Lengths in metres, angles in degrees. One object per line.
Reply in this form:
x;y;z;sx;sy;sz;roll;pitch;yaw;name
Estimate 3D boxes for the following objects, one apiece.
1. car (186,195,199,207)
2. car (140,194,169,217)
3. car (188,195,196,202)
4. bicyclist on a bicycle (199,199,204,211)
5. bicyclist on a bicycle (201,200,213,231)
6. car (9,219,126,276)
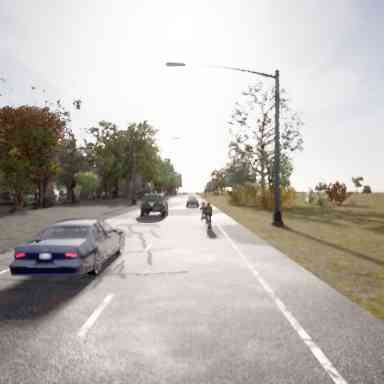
0.067;1.457;50.029;2.033;1.411;5.357;0;0;0;car
-3.406;1.165;30.885;2.150;2.045;5.566;0;0;0;car
-0.015;1.369;74.154;1.837;1.490;4.892;0;0;0;car
0.978;1.383;28.919;0.866;1.612;1.509;0;0;0;bicyclist on a bicycle
0.961;1.418;19.089;0.582;1.620;1.656;0;0;0;bicyclist on a bicycle
-3.409;1.528;10.207;2.033;1.411;5.357;0;0;0;car
